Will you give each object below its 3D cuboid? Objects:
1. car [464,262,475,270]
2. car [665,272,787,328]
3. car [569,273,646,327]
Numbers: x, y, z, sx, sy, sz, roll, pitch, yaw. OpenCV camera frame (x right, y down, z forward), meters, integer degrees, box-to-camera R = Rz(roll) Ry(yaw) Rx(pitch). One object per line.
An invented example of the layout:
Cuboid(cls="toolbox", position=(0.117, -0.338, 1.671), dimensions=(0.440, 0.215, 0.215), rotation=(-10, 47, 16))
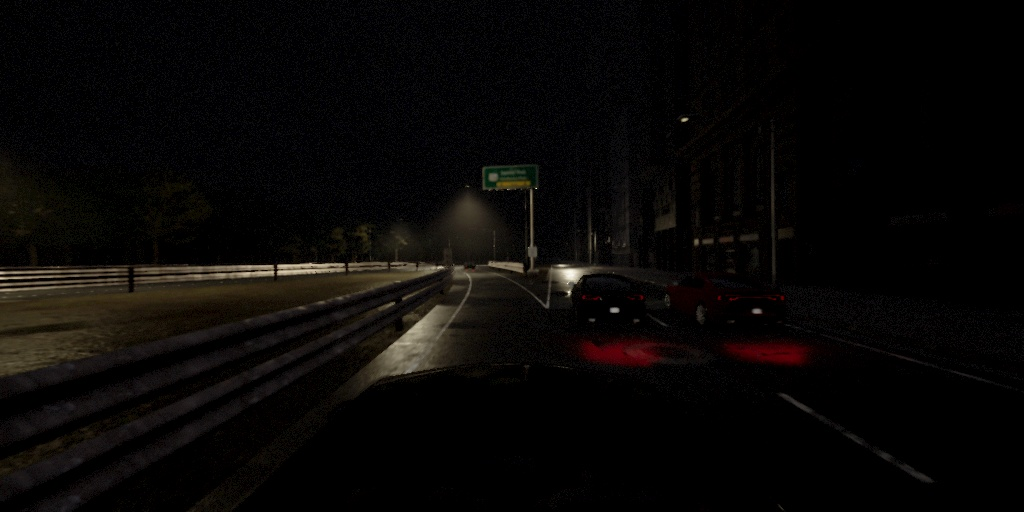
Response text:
Cuboid(cls="car", position=(-7.541, 1.768, 63.680), dimensions=(1.895, 1.301, 4.718), rotation=(-1, 0, -9))
Cuboid(cls="car", position=(6.463, 1.259, 11.521), dimensions=(1.882, 1.535, 5.008), rotation=(-1, 0, 6))
Cuboid(cls="car", position=(2.986, 1.296, 11.934), dimensions=(1.882, 1.535, 5.008), rotation=(-1, 0, 6))
